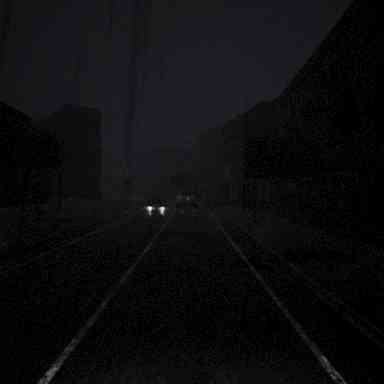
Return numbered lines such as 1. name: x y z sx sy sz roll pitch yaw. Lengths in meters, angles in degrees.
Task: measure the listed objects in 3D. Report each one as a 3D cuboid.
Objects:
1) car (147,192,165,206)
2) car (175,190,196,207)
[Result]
1. car: -4.691 0.856 43.172 2.097 1.767 4.553 0 1 -10
2. car: -0.872 0.772 42.747 2.150 2.045 5.566 0 1 -8
